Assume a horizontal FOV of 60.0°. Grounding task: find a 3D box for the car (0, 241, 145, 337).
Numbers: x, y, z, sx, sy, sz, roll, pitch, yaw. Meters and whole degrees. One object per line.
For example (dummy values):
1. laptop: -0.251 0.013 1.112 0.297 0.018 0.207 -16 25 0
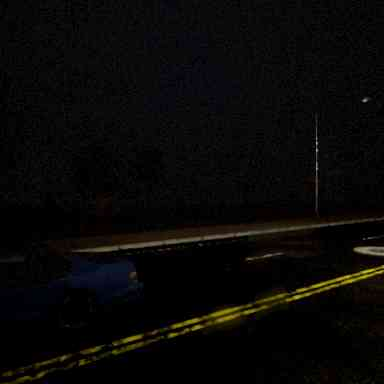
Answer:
1. car: -3.442 1.547 5.216 5.357 1.411 2.033 0 0 -35
